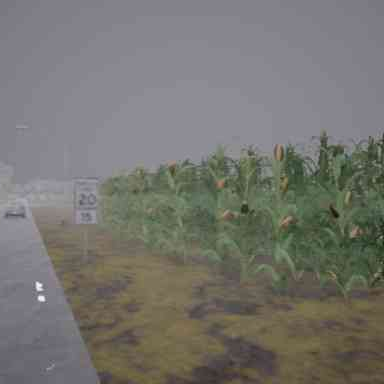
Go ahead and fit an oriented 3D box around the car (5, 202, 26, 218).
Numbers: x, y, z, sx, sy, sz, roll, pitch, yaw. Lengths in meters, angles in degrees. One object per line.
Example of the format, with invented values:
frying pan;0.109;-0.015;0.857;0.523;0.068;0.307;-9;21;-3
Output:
car;-19.946;2.180;37.544;1.994;1.385;4.181;2;-2;-28
